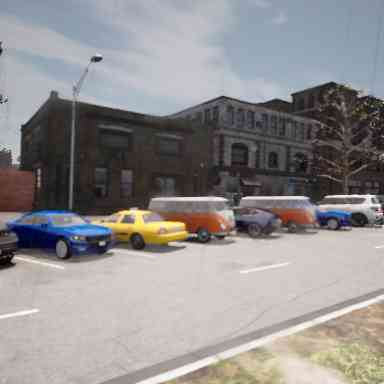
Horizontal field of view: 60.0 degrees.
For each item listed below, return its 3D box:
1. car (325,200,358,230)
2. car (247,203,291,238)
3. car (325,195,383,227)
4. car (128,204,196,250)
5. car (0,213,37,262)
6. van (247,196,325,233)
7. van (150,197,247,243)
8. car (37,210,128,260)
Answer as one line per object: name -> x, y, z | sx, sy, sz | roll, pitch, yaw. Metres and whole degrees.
car -> 7.373, 1.486, 20.990 | 5.008, 1.535, 2.097 | -1, -1, 36
car -> 2.388, 1.507, 17.593 | 4.792, 1.488, 2.163 | -1, -1, 35
car -> 9.826, 1.239, 22.704 | 5.566, 2.045, 2.435 | -1, -1, 35
car -> -2.698, 1.468, 14.252 | 5.366, 1.575, 1.946 | -1, -1, 35
car -> -7.475, 1.460, 10.678 | 4.892, 1.521, 2.231 | -1, -1, 35
van -> 4.991, 1.254, 19.224 | 4.442, 1.987, 1.878 | -1, -1, 35
van -> 0.030, 1.246, 15.805 | 4.442, 1.987, 1.878 | -1, -1, 35
car -> -5.019, 1.464, 12.434 | 5.008, 1.535, 2.097 | -1, -1, 35
